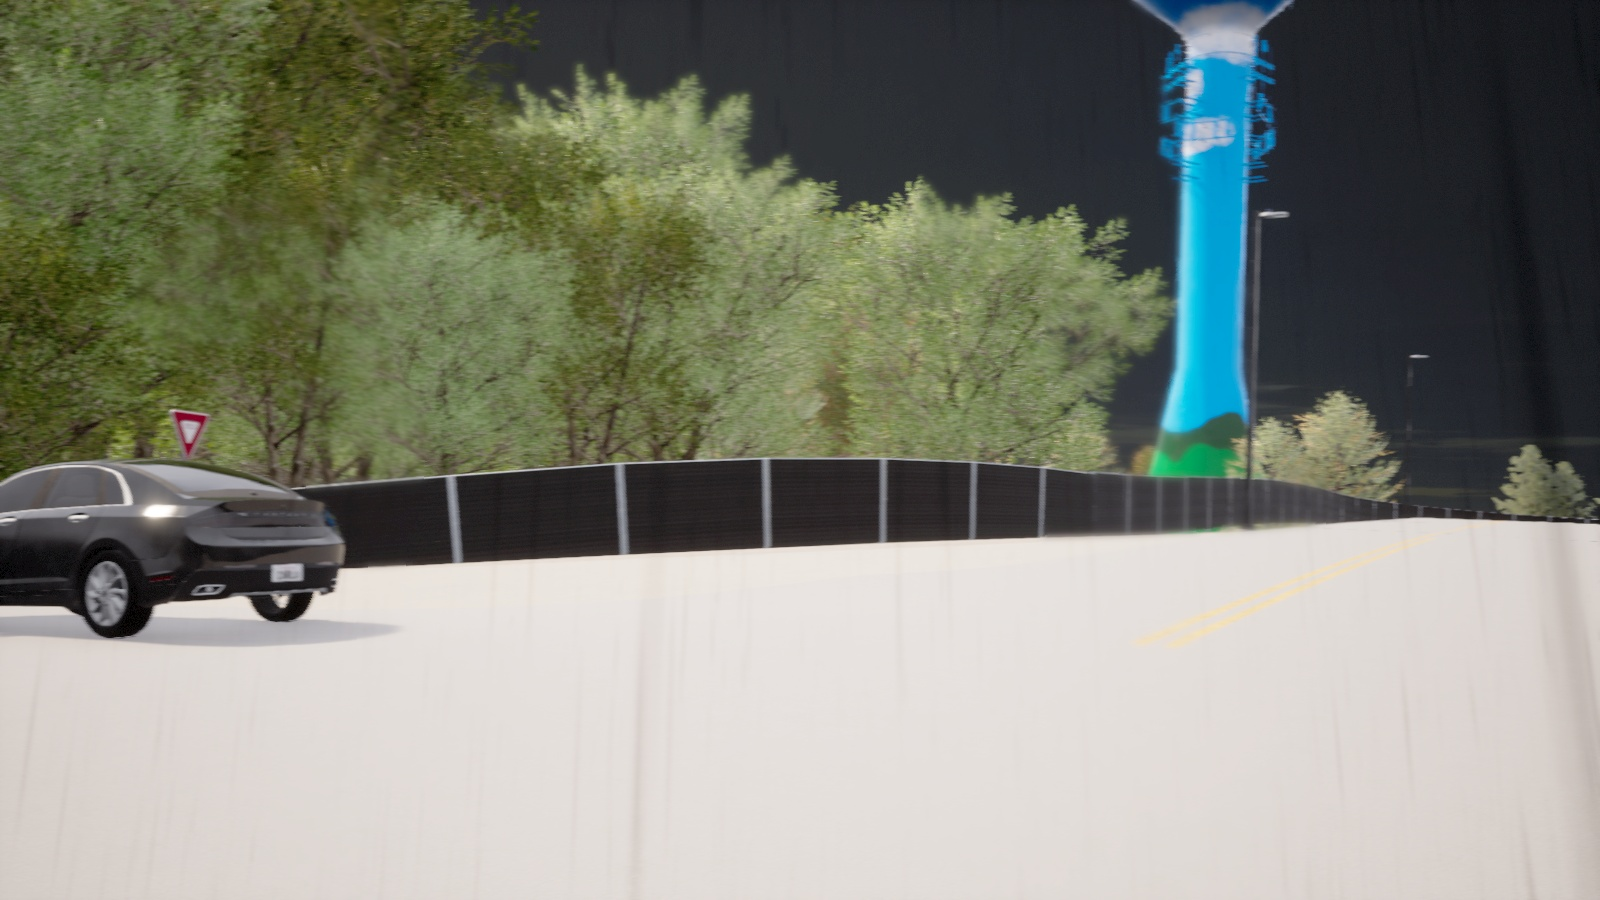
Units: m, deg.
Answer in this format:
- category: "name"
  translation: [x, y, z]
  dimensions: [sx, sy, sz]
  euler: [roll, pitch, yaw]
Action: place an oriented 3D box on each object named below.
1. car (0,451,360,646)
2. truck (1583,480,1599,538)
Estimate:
- category: "car"
  translation: [-6.533, 0.898, 11.532]
  dimensions: [4.892, 1.490, 1.837]
  euler: [-3, -4, 27]
- category: "truck"
  translation: [52.516, 3.838, 77.083]
  dimensions: [7.936, 3.462, 2.891]
  euler: [4, -4, -16]
